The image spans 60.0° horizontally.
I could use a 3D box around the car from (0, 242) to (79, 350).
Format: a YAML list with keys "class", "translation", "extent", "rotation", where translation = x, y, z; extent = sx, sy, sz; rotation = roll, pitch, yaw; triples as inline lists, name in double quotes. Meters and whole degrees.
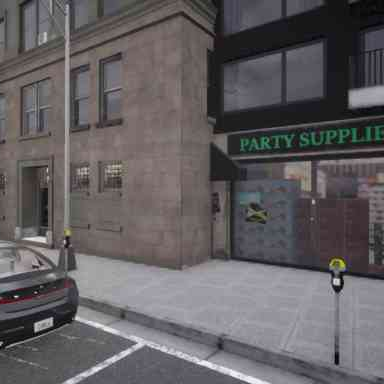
- class: "car"
  translation: [-3.778, 1.551, 5.739]
  extent: [4.403, 1.369, 2.008]
  rotation: [0, 0, 35]
